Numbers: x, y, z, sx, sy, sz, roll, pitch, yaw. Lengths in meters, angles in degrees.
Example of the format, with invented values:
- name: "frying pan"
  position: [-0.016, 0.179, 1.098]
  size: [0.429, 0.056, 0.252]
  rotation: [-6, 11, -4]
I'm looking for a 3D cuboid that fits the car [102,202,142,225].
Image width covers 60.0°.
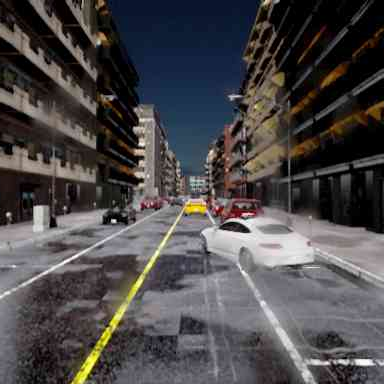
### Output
- name: "car"
  position: [-5.098, 1.538, 23.954]
  size: [1.947, 1.339, 4.313]
  rotation: [1, 0, 1]

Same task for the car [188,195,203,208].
- name: "car"
  position: [0.514, 1.332, 49.773]
  size: [2.097, 1.767, 4.553]
  rotation: [0, 0, 1]

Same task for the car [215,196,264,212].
- name: "car"
  position: [2.707, 1.291, 18.296]
  size: [2.192, 1.841, 5.009]
  rotation: [1, 0, 1]

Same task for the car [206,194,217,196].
- name: "car"
  position: [2.986, 1.296, 51.484]
  size: [2.192, 1.841, 5.009]
  rotation: [1, 0, 1]

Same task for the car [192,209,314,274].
- name: "car"
  position: [1.806, 1.510, 10.600]
  size: [1.812, 1.442, 4.674]
  rotation: [0, 0, -22]

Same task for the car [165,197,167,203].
- name: "car"
  position: [-4.911, 1.520, 46.074]
  size: [1.887, 1.381, 4.507]
  rotation: [1, 0, 1]

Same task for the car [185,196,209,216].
- name: "car"
  position: [0.367, 1.447, 32.610]
  size: [1.882, 1.535, 5.008]
  rotation: [0, 0, 1]

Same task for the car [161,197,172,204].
- name: "car"
  position: [-4.772, 1.581, 62.667]
  size: [1.802, 1.307, 4.206]
  rotation: [1, 0, 1]

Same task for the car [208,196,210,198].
- name: "car"
  position: [2.888, 1.553, 40.422]
  size: [1.802, 1.307, 4.206]
  rotation: [1, 0, 1]

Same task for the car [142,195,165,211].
- name: "car"
  position: [-4.952, 1.287, 40.543]
  size: [2.192, 1.841, 5.009]
  rotation: [1, 0, 1]

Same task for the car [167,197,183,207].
- name: "car"
  position: [-2.352, 1.530, 51.982]
  size: [2.033, 1.411, 5.357]
  rotation: [0, 0, 1]

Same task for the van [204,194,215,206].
- name: "van"
  position: [3.032, 1.330, 57.015]
  size: [1.690, 1.788, 3.998]
  rotation: [1, 0, 1]

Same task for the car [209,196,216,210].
- name: "car"
  position: [2.797, 1.410, 29.359]
  size: [1.967, 1.590, 4.097]
  rotation: [1, 0, 1]
